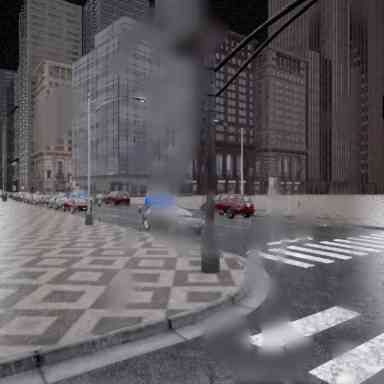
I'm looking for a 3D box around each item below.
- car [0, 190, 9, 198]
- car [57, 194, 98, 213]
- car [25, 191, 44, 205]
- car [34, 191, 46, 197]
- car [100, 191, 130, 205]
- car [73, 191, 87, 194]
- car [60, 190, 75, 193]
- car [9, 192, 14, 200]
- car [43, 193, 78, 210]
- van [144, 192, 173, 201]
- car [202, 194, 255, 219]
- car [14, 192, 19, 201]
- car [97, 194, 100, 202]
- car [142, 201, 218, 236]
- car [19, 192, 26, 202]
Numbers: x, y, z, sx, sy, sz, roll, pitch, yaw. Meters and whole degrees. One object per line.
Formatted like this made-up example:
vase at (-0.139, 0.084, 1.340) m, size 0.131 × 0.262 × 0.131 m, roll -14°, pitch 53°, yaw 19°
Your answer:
car at (-39.062, 0.611, 70.319) m, size 1.947 × 1.339 × 4.313 m, roll 1°, pitch 0°, yaw -36°
car at (-10.526, 1.139, 30.323) m, size 1.887 × 1.381 × 4.507 m, roll 1°, pitch 0°, yaw -35°
car at (-20.038, 0.940, 43.655) m, size 2.008 × 1.369 × 4.403 m, roll 1°, pitch 0°, yaw -36°
car at (-38.461, 0.495, 84.155) m, size 1.887 × 1.381 × 4.507 m, roll 0°, pitch 0°, yaw -36°
car at (-9.919, 0.765, 44.155) m, size 2.192 × 1.841 × 5.009 m, roll 1°, pitch 0°, yaw -35°
car at (-16.138, 0.967, 48.426) m, size 1.895 × 1.301 × 4.718 m, roll 0°, pitch 1°, yaw -36°
car at (-21.860, 0.778, 56.445) m, size 1.812 × 1.442 × 4.674 m, roll 0°, pitch 1°, yaw -35°
car at (-29.550, 0.748, 56.987) m, size 1.887 × 1.381 × 4.507 m, roll 1°, pitch 0°, yaw -36°
car at (-13.696, 1.074, 34.766) m, size 2.008 × 1.369 × 4.403 m, roll 1°, pitch 0°, yaw -35°
van at (-3.577, 0.930, 35.266) m, size 1.690 × 1.788 × 3.998 m, roll 1°, pitch 0°, yaw -35°
car at (2.765, 1.049, 26.377) m, size 2.192 × 1.841 × 5.009 m, roll 1°, pitch 0°, yaw -35°
car at (-26.377, 0.702, 52.543) m, size 1.967 × 1.590 × 4.097 m, roll 1°, pitch 0°, yaw -36°
car at (-13.094, 0.934, 48.600) m, size 2.008 × 1.369 × 4.403 m, roll 1°, pitch 0°, yaw -35°
car at (-1.015, 1.366, 16.991) m, size 2.008 × 1.369 × 4.403 m, roll 1°, pitch 0°, yaw -35°
car at (-23.209, 0.875, 48.100) m, size 2.008 × 1.369 × 4.403 m, roll 1°, pitch 0°, yaw -35°
